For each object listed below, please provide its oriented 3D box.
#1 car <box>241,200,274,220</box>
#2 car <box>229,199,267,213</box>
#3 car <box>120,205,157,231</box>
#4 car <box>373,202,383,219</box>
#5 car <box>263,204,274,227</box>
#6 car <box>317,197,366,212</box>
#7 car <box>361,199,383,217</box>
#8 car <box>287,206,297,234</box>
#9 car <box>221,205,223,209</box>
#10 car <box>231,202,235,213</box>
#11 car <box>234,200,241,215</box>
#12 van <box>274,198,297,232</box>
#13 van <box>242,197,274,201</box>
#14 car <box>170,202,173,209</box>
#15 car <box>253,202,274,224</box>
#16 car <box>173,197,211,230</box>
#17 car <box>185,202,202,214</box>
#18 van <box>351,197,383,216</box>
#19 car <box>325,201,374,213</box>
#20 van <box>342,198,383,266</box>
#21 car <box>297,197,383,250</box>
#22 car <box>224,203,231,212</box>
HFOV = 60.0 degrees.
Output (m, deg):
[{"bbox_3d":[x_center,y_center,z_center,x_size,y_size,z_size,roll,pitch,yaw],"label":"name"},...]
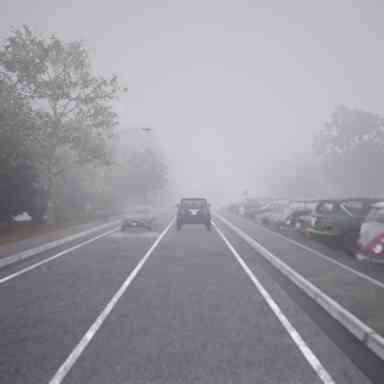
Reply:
[{"bbox_3d":[7.098,1.706,28.788,5.008,1.535,2.097,0,-1,0],"label":"car"},{"bbox_3d":[7.148,1.788,42.665,4.553,1.767,2.185,0,-1,0],"label":"car"},{"bbox_3d":[-3.338,1.639,21.637,1.837,1.490,4.892,0,-1,0],"label":"car"},{"bbox_3d":[20.172,1.745,31.474,5.008,1.535,2.097,0,-1,0],"label":"car"},{"bbox_3d":[7.081,1.623,20.460,4.674,1.452,2.002,0,-1,0],"label":"car"},{"bbox_3d":[20.229,1.704,45.198,5.566,2.045,2.435,0,-1,0],"label":"car"},{"bbox_3d":[20.151,1.659,34.121,4.553,1.767,2.185,0,-1,0],"label":"car"},{"bbox_3d":[7.098,1.531,14.902,4.792,1.488,2.163,0,0,0],"label":"car"},{"bbox_3d":[7.132,2.019,48.211,4.892,1.521,2.231,0,-1,0],"label":"car"},{"bbox_3d":[7.137,1.859,37.115,4.792,1.488,2.163,0,-1,0],"label":"car"},{"bbox_3d":[7.105,1.828,34.339,4.674,1.452,2.002,0,-1,0],"label":"car"},{"bbox_3d":[6.957,1.317,17.688,4.442,1.987,1.878,0,-1,0],"label":"van"},{"bbox_3d":[7.214,1.521,31.567,4.442,1.987,1.878,0,-1,0],"label":"van"},{"bbox_3d":[-3.199,2.569,63.827,2.033,1.411,5.357,0,-2,0],"label":"car"},{"bbox_3d":[7.053,1.654,23.237,4.792,1.488,2.163,0,-1,0],"label":"car"},{"bbox_3d":[0.114,1.365,22.351,2.150,2.045,5.566,0,0,0],"label":"car"},{"bbox_3d":[0.137,1.990,42.647,2.033,1.411,5.357,0,-1,0],"label":"car"},{"bbox_3d":[20.304,1.599,36.891,4.442,1.987,1.878,0,-1,0],"label":"van"},{"bbox_3d":[20.012,1.905,42.426,5.366,1.575,1.946,0,-1,0],"label":"car"},{"bbox_3d":[6.942,1.254,9.376,4.442,1.987,1.878,0,0,0],"label":"van"},{"bbox_3d":[7.092,1.225,12.152,5.566,2.045,2.435,0,0,0],"label":"car"},{"bbox_3d":[7.084,1.619,39.895,5.566,2.045,2.435,0,-1,0],"label":"car"}]
